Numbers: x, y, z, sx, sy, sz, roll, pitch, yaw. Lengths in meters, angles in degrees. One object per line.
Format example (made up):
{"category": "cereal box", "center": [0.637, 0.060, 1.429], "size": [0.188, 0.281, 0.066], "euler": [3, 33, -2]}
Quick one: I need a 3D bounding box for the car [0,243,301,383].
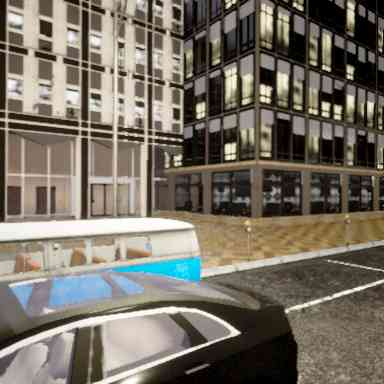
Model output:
{"category": "car", "center": [-1.236, 1.495, 2.493], "size": [4.902, 1.511, 2.128], "euler": [1, 0, -36]}

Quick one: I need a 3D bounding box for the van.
{"category": "van", "center": [-1.722, 1.353, 5.332], "size": [3.998, 1.788, 1.690], "euler": [1, 0, -35]}
